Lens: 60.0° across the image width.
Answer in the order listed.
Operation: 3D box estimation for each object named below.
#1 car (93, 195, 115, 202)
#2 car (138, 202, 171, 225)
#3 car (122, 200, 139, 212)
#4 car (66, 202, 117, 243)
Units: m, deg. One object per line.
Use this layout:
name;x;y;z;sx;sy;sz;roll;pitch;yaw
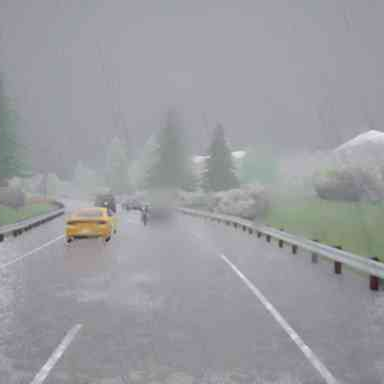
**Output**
car;-9.610;1.290;36.470;2.150;2.045;5.566;0;0;-18
car;-2.754;1.642;24.503;1.895;1.301;4.718;0;0;-12
car;-7.387;1.620;40.715;2.033;1.411;5.357;0;0;-20
car;-4.871;1.510;16.561;1.882;1.535;5.008;0;0;-8
